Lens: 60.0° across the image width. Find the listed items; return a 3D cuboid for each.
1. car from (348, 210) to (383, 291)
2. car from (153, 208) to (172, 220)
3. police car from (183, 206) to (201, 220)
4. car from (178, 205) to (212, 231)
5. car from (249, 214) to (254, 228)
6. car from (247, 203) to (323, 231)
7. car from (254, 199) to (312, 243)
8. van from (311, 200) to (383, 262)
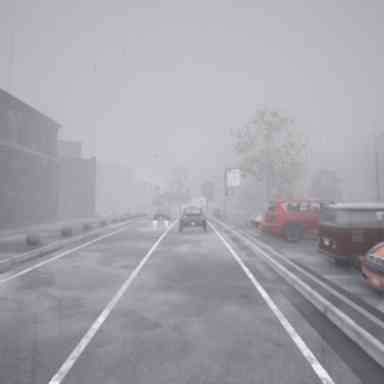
[{"bbox_3d":[6.317,1.393,7.397,4.553,1.767,2.185,0,0,0],"label":"car"},{"bbox_3d":[-3.310,2.479,38.102,2.033,1.411,5.357,0,-3,0],"label":"car"},{"bbox_3d":[0.034,2.538,40.664,2.038,1.542,4.974,0,-3,0],"label":"police car"},{"bbox_3d":[0.067,1.868,23.616,2.128,1.511,4.902,0,-2,0],"label":"car"},{"bbox_3d":[6.195,1.704,19.539,5.008,1.535,2.097,0,-1,-1],"label":"car"},{"bbox_3d":[6.188,1.640,22.577,4.553,1.767,2.185,0,-1,-1],"label":"car"},{"bbox_3d":[6.250,1.393,16.627,5.566,2.045,2.435,0,-1,0],"label":"car"},{"bbox_3d":[6.383,1.328,10.436,4.442,1.987,1.878,0,-1,0],"label":"van"}]
